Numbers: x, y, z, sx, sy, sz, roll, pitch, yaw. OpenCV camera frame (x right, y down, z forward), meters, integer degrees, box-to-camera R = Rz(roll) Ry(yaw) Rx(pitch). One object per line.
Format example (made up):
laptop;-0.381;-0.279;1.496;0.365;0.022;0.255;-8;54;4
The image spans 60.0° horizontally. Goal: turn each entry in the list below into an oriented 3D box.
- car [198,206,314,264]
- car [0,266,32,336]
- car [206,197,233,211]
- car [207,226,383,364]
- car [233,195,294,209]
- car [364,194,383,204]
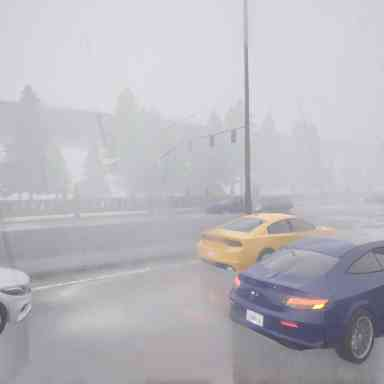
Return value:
car;2.516;1.373;9.869;5.008;1.535;1.882;-1;1;-35
car;-4.812;1.522;4.621;4.674;1.442;1.812;0;0;-36
car;3.398;1.186;27.907;5.008;1.535;1.882;-1;1;-35
car;2.707;1.458;5.720;4.674;1.442;1.812;-1;1;-35
car;5.733;1.053;25.274;4.553;1.767;2.097;-1;1;-35
car;24.111;0.869;42.673;4.718;1.301;1.895;-1;1;-35
